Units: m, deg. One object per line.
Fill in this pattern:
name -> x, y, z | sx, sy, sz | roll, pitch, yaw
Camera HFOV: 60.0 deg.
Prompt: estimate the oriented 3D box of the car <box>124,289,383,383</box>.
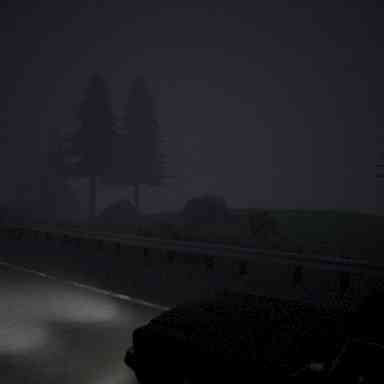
car -> 1.635, 1.604, 2.860 | 4.718, 1.301, 1.895 | 0, 0, 36
